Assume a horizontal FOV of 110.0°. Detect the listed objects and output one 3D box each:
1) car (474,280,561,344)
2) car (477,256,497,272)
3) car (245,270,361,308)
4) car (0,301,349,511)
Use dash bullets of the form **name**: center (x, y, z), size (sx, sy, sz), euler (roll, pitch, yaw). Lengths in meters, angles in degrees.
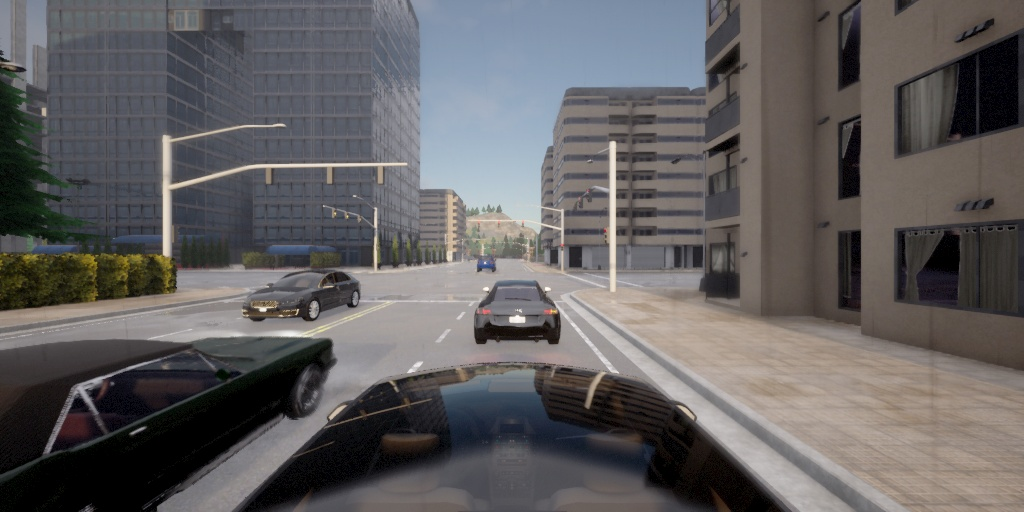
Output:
- **car**: center (0.132, 1.314, 9.571), size (1.994, 1.385, 4.181), euler (0, 0, 1)
- **car**: center (-3.201, 0.971, 45.705), size (2.150, 2.045, 5.566), euler (0, 0, 0)
- **car**: center (-6.954, 1.255, 12.459), size (1.837, 1.490, 4.892), euler (0, 0, 0)
- **car**: center (-3.402, 1.351, 2.928), size (1.895, 1.301, 4.718), euler (0, 0, 0)
